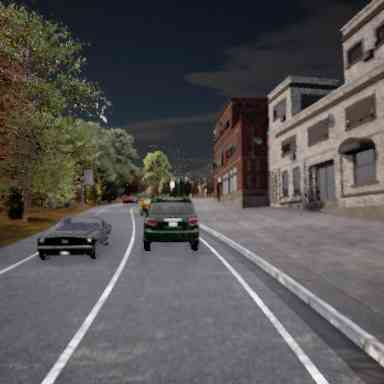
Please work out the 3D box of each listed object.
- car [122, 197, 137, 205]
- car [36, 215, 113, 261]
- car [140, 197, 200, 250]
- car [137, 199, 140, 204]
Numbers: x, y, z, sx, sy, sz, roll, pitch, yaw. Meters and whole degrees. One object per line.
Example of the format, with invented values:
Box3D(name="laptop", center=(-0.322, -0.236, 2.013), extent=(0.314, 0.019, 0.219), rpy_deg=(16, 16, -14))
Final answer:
Box3D(name="car", center=(-9.980, 1.411, 54.179), extent=(1.895, 1.301, 4.718), rpy_deg=(0, 0, 1))
Box3D(name="car", center=(-4.209, 1.598, 12.549), extent=(1.895, 1.301, 4.718), rpy_deg=(0, 0, -7))
Box3D(name="car", center=(-1.002, 1.242, 14.590), extent=(2.150, 2.045, 5.566), rpy_deg=(1, 0, -7))
Box3D(name="car", center=(-4.178, 1.438, 32.968), extent=(1.882, 1.535, 5.008), rpy_deg=(1, 0, -11))
